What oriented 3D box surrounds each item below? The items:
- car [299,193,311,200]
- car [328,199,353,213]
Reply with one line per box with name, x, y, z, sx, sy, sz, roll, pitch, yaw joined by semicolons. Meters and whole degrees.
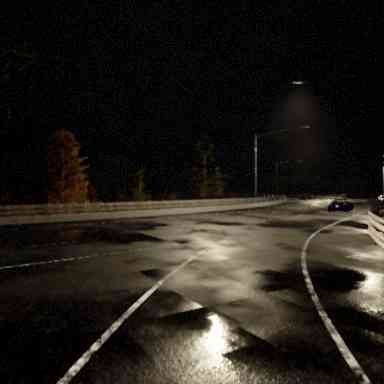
car;27.080;1.006;79.925;2.097;1.767;4.553;0;0;10
car;15.870;1.417;35.458;1.994;1.385;4.181;0;0;33
